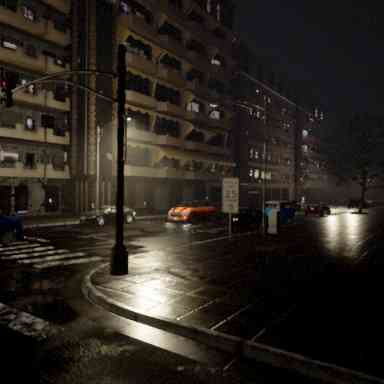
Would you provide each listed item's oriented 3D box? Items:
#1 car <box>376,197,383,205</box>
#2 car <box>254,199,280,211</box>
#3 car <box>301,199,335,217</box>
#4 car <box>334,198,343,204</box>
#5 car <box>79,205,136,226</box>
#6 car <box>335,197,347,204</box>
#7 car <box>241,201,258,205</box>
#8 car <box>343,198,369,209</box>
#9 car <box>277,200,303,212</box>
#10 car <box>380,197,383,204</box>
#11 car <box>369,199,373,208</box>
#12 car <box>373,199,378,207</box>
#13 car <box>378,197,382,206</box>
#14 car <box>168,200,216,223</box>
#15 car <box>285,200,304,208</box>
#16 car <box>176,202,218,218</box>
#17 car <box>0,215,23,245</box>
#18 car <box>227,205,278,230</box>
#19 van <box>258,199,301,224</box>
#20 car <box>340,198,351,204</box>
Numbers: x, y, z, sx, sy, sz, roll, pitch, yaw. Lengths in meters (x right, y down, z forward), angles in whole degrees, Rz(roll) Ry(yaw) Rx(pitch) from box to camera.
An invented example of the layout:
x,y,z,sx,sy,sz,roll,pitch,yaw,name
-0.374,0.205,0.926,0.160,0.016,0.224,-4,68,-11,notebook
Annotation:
x,y,z,sx,sy,sz,roll,pitch,yaw,name
46.663,2.148,81.317,2.192,1.841,5.009,1,0,36,car
10.430,1.737,46.149,1.967,1.590,4.097,1,0,36,car
13.903,1.834,36.722,1.967,1.590,4.097,1,0,36,car
33.359,2.171,77.365,1.947,1.339,4.313,1,0,36,car
-5.950,1.620,23.851,2.008,1.369,4.403,1,0,36,car
36.637,2.088,81.824,1.967,1.590,4.097,1,0,36,car
7.153,1.834,41.689,1.802,1.307,4.206,1,0,36,car
27.008,1.888,54.560,2.192,1.841,5.009,1,0,36,car
13.596,1.881,45.979,1.812,1.442,4.674,1,0,37,car
40.108,2.298,72.398,2.008,1.369,4.403,1,0,36,car
30.280,2.199,59.018,1.802,1.307,4.206,1,0,36,car
33.557,2.101,63.479,1.967,1.590,4.097,1,0,36,car
36.832,2.249,67.937,1.887,1.381,4.507,1,0,36,car
0.054,1.521,27.638,2.097,1.767,4.553,1,0,36,car
16.980,1.968,55.068,1.802,1.307,4.206,1,0,36,car
0.602,1.705,32.770,1.887,1.381,4.507,1,0,36,car
-9.378,1.500,13.437,1.882,1.535,5.008,0,-1,24,car
4.074,1.823,23.343,1.947,1.339,4.313,1,0,36,car
7.353,1.644,27.803,1.690,1.788,3.998,1,0,36,van
39.811,2.215,86.146,1.752,1.417,4.829,1,0,36,car
